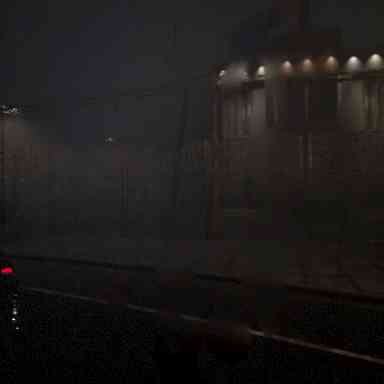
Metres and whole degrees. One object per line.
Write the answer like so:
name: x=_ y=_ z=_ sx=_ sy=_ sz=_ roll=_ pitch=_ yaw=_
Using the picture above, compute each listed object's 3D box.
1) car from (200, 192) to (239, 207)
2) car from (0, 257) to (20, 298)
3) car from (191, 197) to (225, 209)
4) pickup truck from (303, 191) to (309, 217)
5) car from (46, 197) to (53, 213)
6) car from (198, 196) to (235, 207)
car: x=4.131 y=1.127 z=49.733 sx=5.566 sy=2.045 sz=2.435 roll=-1 pitch=0 yaw=15
car: x=-6.098 y=1.619 z=6.892 sx=5.357 sy=1.411 sz=2.033 roll=-1 pitch=0 yaw=23
car: x=2.012 y=1.386 z=41.445 sx=3.806 sy=1.475 sz=1.970 roll=-1 pitch=0 yaw=15
pickup truck: x=8.082 y=0.959 z=22.280 sx=2.390 sy=2.098 sz=6.274 roll=-1 pitch=0 yaw=15
car: x=-16.474 y=1.592 z=37.383 sx=4.193 sy=1.474 sz=1.816 roll=-1 pitch=0 yaw=15
car: x=3.402 y=1.310 z=46.312 sx=4.786 sy=1.482 sz=2.161 roll=-1 pitch=0 yaw=15
